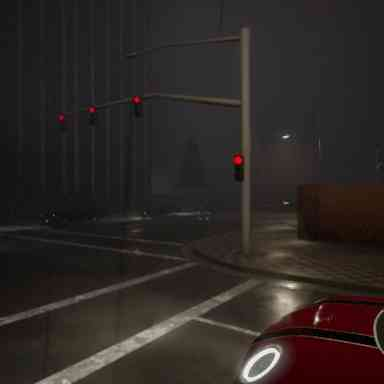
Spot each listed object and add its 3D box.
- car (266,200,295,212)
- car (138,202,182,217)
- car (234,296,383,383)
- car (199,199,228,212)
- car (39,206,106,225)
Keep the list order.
[{"bbox_3d":[10.880,1.627,40.730,2.033,1.411,5.357,0,0,35],"label":"car"},{"bbox_3d":[-3.167,1.721,33.396,1.895,1.301,4.718,0,0,35],"label":"car"},{"bbox_3d":[2.519,1.346,2.162,4.553,1.767,2.097,0,0,36],"label":"car"},{"bbox_3d":[2.693,1.611,41.596,2.128,1.511,4.902,0,0,36],"label":"car"},{"bbox_3d":[-8.963,1.721,25.252,1.895,1.301,4.718,0,0,35],"label":"car"}]
